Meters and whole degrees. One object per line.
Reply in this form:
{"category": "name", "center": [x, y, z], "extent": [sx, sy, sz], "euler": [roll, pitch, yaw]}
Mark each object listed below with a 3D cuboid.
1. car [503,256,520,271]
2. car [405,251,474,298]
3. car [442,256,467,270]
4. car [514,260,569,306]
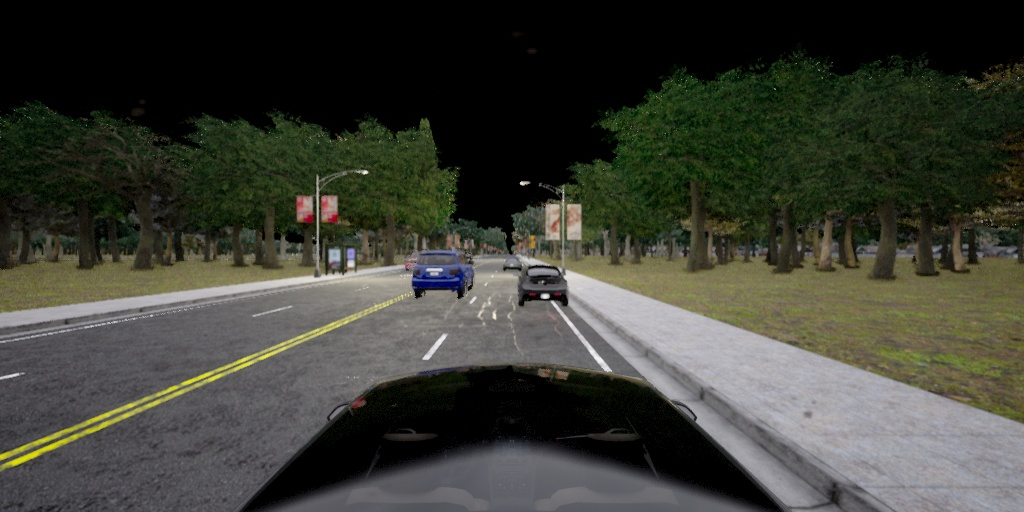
{"category": "car", "center": [0.056, 0.874, 39.176], "extent": [1.994, 1.385, 4.181], "euler": [0, 1, 1]}
{"category": "car", "center": [-3.146, 0.788, 17.211], "extent": [2.150, 2.045, 5.566], "euler": [0, 1, 0]}
{"category": "car", "center": [-6.582, 0.775, 41.479], "extent": [2.128, 1.511, 4.902], "euler": [0, 1, 0]}
{"category": "car", "center": [1.140, 1.102, 14.657], "extent": [1.837, 1.490, 4.892], "euler": [0, 1, 0]}
